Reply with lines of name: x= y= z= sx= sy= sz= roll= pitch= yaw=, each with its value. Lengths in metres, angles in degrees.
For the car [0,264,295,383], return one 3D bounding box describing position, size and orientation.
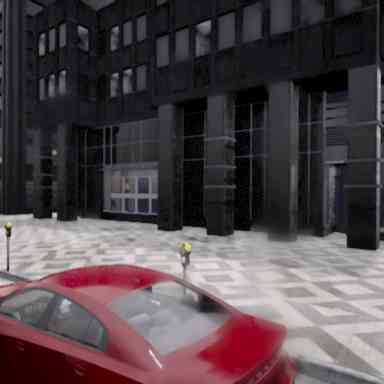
car: x=-1.166 y=1.530 z=3.797 sx=4.507 sy=1.381 sz=1.887 roll=0 pitch=0 yaw=36
